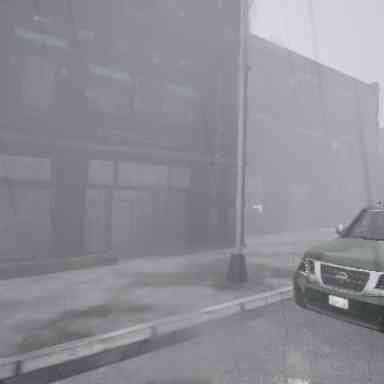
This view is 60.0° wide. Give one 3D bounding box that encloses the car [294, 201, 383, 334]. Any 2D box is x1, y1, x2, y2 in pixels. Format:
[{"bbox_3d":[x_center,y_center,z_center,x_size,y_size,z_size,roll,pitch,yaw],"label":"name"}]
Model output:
[{"bbox_3d":[4.416,1.203,6.548,5.566,2.045,2.150,-2,1,-36],"label":"car"}]
